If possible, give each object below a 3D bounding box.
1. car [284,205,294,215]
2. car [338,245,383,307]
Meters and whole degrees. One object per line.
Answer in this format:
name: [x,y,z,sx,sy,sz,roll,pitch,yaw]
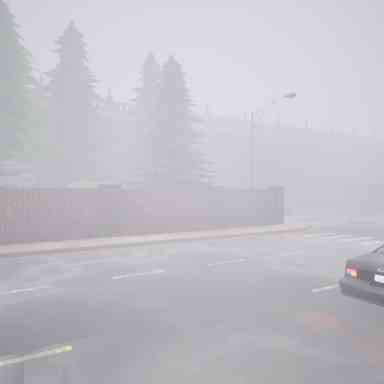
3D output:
car: [8.284,1.579,34.115,1.812,1.442,4.674,0,0,-31]
car: [5.425,1.547,7.002,5.357,1.411,2.033,0,0,-31]
